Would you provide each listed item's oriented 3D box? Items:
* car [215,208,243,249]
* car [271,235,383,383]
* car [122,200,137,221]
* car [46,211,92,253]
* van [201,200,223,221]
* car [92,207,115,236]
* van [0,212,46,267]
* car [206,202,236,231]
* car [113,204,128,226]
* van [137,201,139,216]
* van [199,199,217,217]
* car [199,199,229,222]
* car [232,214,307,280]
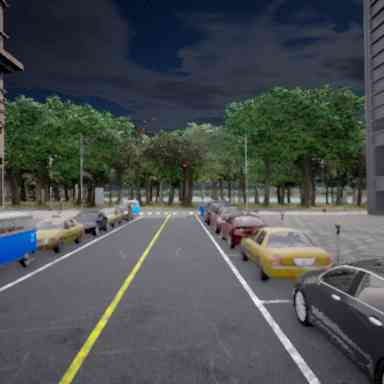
[{"bbox_3d":[2.368,1.679,15.281,1.887,1.381,4.507,-1,-1,-2],"label":"car"},{"bbox_3d":[2.703,1.565,4.411,2.008,1.369,4.403,-1,-1,-2],"label":"car"},{"bbox_3d":[-6.657,1.864,31.322,1.967,1.590,4.097,-1,-1,-2],"label":"car"},{"bbox_3d":[-6.148,1.764,14.848,1.752,1.417,4.829,-1,-1,-2],"label":"car"},{"bbox_3d":[1.863,1.660,31.587,1.690,1.788,3.998,-1,-1,-2],"label":"van"},{"bbox_3d":[-6.320,1.867,20.452,1.947,1.339,4.313,-1,-1,-2],"label":"car"},{"bbox_3d":[-5.988,1.521,9.585,1.690,1.788,3.998,-1,-1,-2],"label":"van"},{"bbox_3d":[2.199,1.636,20.717,1.967,1.590,4.097,-1,-1,-2],"label":"car"},{"bbox_3d":[-6.483,1.886,25.717,1.752,1.417,4.829,-1,-1,-2],"label":"car"},{"bbox_3d":[-6.825,1.827,36.758,1.690,1.788,3.998,-1,-1,-2],"label":"van"},{"bbox_3d":[1.695,1.721,37.022,1.690,1.788,3.998,-1,-1,-2],"label":"van"},{"bbox_3d":[2.030,1.572,26.153,2.192,1.841,5.009,-1,-1,-2],"label":"car"},{"bbox_3d":[2.530,1.601,10.016,1.752,1.417,4.829,-1,-1,-2],"label":"car"}]
